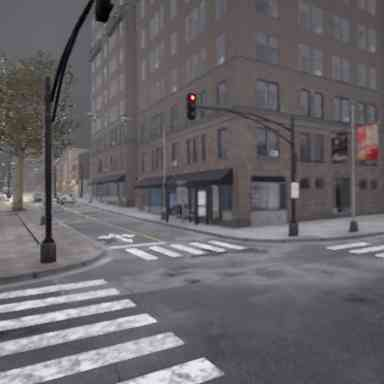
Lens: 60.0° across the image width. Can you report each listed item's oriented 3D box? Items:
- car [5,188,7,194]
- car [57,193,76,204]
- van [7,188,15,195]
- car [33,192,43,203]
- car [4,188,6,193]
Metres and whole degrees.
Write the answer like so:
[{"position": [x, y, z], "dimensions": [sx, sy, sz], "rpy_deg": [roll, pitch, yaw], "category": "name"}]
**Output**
[{"position": [-38.573, 0.232, 71.906], "dimensions": [2.008, 1.369, 4.403], "rpy_deg": [2, 0, -30], "category": "car"}, {"position": [-17.775, 0.924, 47.139], "dimensions": [1.812, 1.442, 4.674], "rpy_deg": [0, 3, -30], "category": "car"}, {"position": [-36.884, 0.073, 69.044], "dimensions": [1.690, 1.788, 3.998], "rpy_deg": [2, 0, -30], "category": "van"}, {"position": [-22.680, 0.748, 49.986], "dimensions": [2.033, 1.411, 5.357], "rpy_deg": [0, 3, -30], "category": "car"}, {"position": [-41.093, -0.077, 76.203], "dimensions": [2.192, 1.841, 5.009], "rpy_deg": [2, 0, -30], "category": "car"}]
